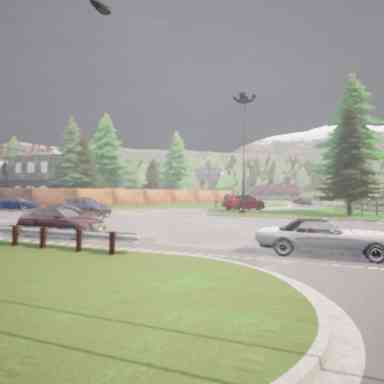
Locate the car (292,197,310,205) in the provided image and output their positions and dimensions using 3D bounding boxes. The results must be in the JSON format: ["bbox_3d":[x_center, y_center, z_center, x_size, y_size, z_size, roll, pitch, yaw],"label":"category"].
[{"bbox_3d":[20.452,1.714,62.032,2.033,1.411,5.357,1,0,-3],"label":"car"}]

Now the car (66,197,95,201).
[{"bbox_3d":[-9.185,1.264,28.763,4.553,1.767,2.097,1,0,21],"label":"car"}]

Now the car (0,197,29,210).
[{"bbox_3d":[-19.622,1.298,37.471,5.008,1.535,1.882,0,0,13],"label":"car"}]

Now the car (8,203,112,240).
[{"bbox_3d":[-6.450,1.465,16.424,4.674,1.442,1.812,1,0,21],"label":"car"}]

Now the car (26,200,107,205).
[{"bbox_3d":[-7.693,1.453,20.660,4.674,1.442,1.812,0,0,21],"label":"car"}]

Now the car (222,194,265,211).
[{"bbox_3d":[6.307,1.268,40.775,5.566,2.045,2.150,0,1,-30],"label":"car"}]

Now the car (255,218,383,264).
[{"bbox_3d":[4.787,1.638,12.015,4.718,1.301,1.895,1,0,21],"label":"car"}]
